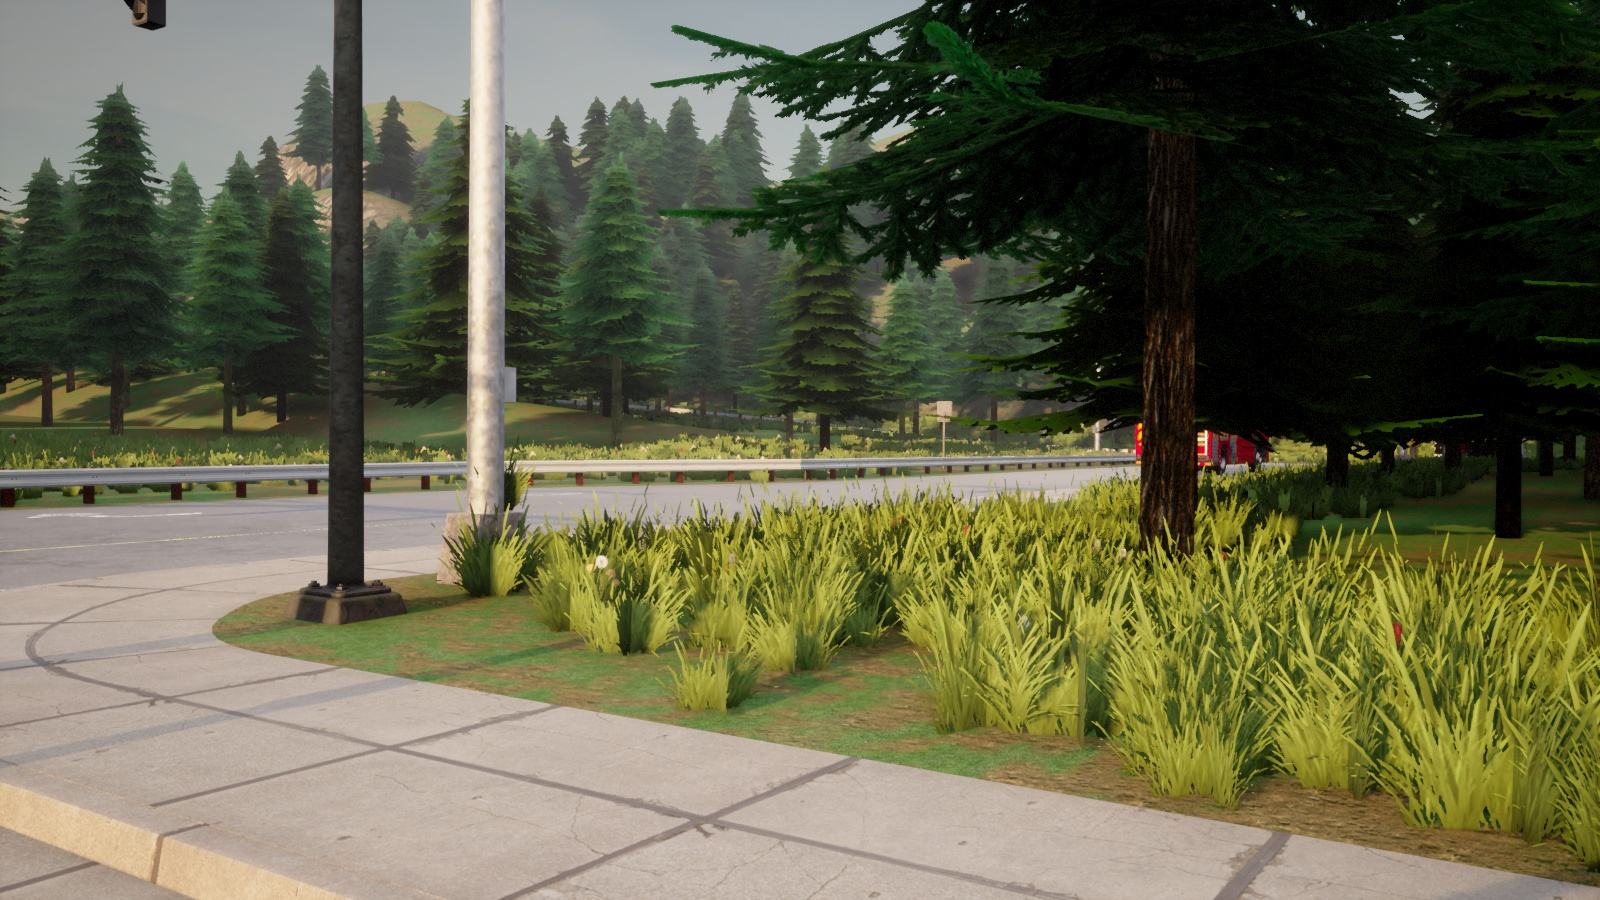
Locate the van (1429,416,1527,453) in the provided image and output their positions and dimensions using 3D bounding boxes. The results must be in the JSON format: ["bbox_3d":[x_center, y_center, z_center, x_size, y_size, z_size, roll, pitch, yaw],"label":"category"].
[{"bbox_3d":[38.487,-0.895,71.348,4.480,2.038,2.069,-1,1,-5],"label":"van"}]

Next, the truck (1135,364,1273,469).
[{"bbox_3d":[16.175,-1.287,49.850,2.891,3.827,8.468,0,1,35],"label":"truck"}]
